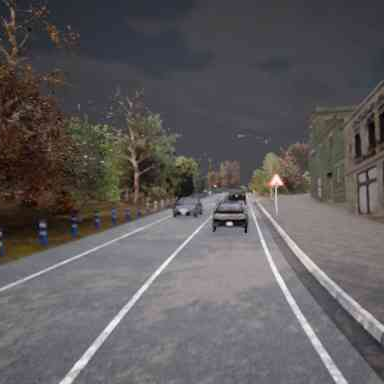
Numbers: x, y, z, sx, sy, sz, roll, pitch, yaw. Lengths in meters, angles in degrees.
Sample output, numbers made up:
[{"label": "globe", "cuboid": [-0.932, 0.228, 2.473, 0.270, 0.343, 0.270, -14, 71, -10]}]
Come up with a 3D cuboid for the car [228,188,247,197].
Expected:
[{"label": "car", "cuboid": [5.727, 0.475, 41.950, 2.150, 2.045, 5.566, 0, 1, 9]}]

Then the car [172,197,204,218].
[{"label": "car", "cuboid": [-0.239, 1.146, 25.822, 2.128, 1.511, 4.902, 0, 1, 9]}]

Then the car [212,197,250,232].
[{"label": "car", "cuboid": [2.174, 1.278, 18.602, 2.128, 1.511, 4.902, 0, 1, 8]}]
